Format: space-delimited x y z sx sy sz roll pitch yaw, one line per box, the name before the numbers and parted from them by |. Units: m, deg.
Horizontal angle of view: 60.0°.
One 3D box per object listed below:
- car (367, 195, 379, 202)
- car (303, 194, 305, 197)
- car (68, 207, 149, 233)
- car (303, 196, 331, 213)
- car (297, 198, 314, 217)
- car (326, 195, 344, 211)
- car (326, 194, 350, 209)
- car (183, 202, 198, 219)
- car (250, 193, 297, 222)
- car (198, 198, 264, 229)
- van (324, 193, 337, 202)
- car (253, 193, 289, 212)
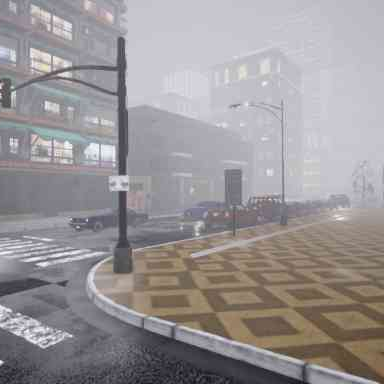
car | 35.721 1.334 65.741 1.887 1.381 4.507 -1 0 36
car | 22.639 1.439 61.279 1.752 1.417 4.829 -1 0 36
car | -4.873 1.592 19.834 1.895 1.301 4.718 -1 0 37
car | 12.483 1.421 34.232 1.887 1.381 4.507 -1 0 36
car | 9.164 1.471 29.731 1.802 1.307 4.206 -1 0 36
car | 15.803 1.415 38.733 2.008 1.369 4.403 -1 0 36
car | 19.120 1.167 43.236 2.192 1.841 5.009 -1 0 36
car | 1.221 1.447 28.088 1.882 1.535 5.008 -1 0 36
car | 5.841 1.216 25.231 2.192 1.841 5.009 -1 0 36
car | 2.523 1.352 20.729 1.967 1.590 4.097 -1 0 36
van | 29.378 1.229 70.419 1.690 1.788 3.998 -1 0 36
car | 9.364 1.163 39.108 2.150 2.045 5.566 -1 -1 37
